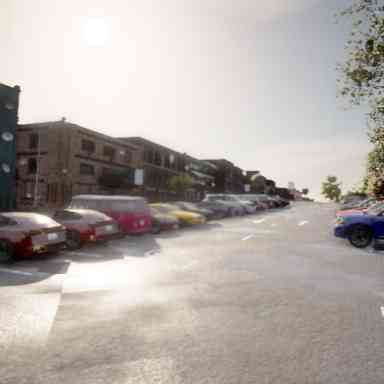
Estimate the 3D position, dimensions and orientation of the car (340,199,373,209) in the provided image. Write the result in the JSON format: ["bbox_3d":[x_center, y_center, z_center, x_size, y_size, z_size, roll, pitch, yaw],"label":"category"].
[{"bbox_3d":[28.229,2.035,57.214,5.008,1.535,2.097,1,-1,24],"label":"car"}]

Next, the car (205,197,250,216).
[{"bbox_3d":[2.622,1.517,31.854,4.892,1.521,2.231,1,0,24],"label":"car"}]

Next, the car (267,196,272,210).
[{"bbox_3d":[7.175,1.613,42.106,4.892,1.521,2.231,1,0,24],"label":"car"}]

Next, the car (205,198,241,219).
[{"bbox_3d":[1.464,1.524,29.307,4.792,1.488,2.163,1,0,24],"label":"car"}]

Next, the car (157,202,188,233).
[{"bbox_3d":[-3.034,1.454,19.038,4.792,1.488,2.163,1,0,24],"label":"car"}]

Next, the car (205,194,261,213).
[{"bbox_3d":[3.796,1.289,34.407,5.566,2.045,2.435,1,0,24],"label":"car"}]

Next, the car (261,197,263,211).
[{"bbox_3d":[4.899,1.564,36.982,5.008,1.535,2.097,1,0,24],"label":"car"}]

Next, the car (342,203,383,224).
[{"bbox_3d":[14.668,1.719,26.674,4.792,1.488,2.163,1,0,24],"label":"car"}]

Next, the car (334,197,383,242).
[{"bbox_3d":[10.098,1.360,16.518,5.566,2.045,2.435,1,0,24],"label":"car"}]

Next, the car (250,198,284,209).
[{"bbox_3d":[11.747,1.717,52.345,4.892,1.521,2.231,1,0,24],"label":"car"}]

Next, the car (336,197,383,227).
[{"bbox_3d":[13.490,1.416,24.154,5.566,2.045,2.435,1,0,24],"label":"car"}]

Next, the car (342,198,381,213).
[{"bbox_3d":[22.535,1.733,44.510,4.553,1.767,2.185,1,0,24],"label":"car"}]

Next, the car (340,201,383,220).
[{"bbox_3d":[16.898,1.737,31.778,5.008,1.535,2.097,1,0,24],"label":"car"}]

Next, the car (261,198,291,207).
[{"bbox_3d":[15.161,1.824,60.025,4.892,1.521,2.231,1,0,24],"label":"car"}]

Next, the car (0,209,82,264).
[{"bbox_3d":[-6.501,1.409,11.376,4.792,1.488,2.163,1,0,24],"label":"car"}]

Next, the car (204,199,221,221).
[{"bbox_3d":[-0.790,1.455,24.173,5.008,1.535,2.097,1,0,24],"label":"car"}]

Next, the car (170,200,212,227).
[{"bbox_3d":[-1.753,1.439,21.537,5.366,1.575,1.946,1,0,24],"label":"car"}]

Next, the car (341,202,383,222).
[{"bbox_3d":[15.745,1.742,29.242,4.792,1.488,2.163,1,0,24],"label":"car"}]

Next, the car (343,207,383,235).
[{"bbox_3d":[11.298,1.669,19.165,4.674,1.452,2.002,1,0,24],"label":"car"}]

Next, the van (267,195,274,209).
[{"bbox_3d":[8.217,1.409,44.713,4.442,1.987,1.878,1,0,24],"label":"van"}]

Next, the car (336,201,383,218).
[{"bbox_3d":[17.865,1.755,34.397,5.366,1.575,1.946,1,0,24],"label":"car"}]

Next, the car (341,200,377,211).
[{"bbox_3d":[24.830,1.960,49.582,4.674,1.452,2.002,1,0,24],"label":"car"}]

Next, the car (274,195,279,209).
[{"bbox_3d":[9.433,1.534,47.240,4.553,1.767,2.185,1,0,24],"label":"car"}]

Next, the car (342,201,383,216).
[{"bbox_3d":[19.163,1.824,36.868,4.674,1.452,2.002,1,0,24],"label":"car"}]

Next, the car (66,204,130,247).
[{"bbox_3d":[-5.363,1.424,13.938,4.792,1.488,2.163,1,0,24],"label":"car"}]

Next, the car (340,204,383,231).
[{"bbox_3d":[12.376,1.648,21.597,5.008,1.535,2.097,1,0,24],"label":"car"}]

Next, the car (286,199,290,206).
[{"bbox_3d":[14.055,1.533,57.455,5.566,2.045,2.435,1,0,24],"label":"car"}]

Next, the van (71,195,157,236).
[{"bbox_3d":[-4.302,1.182,16.535,4.442,1.987,1.878,1,0,24],"label":"van"}]

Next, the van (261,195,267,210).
[{"bbox_3d":[6.152,1.364,39.496,4.442,1.987,1.878,1,0,24],"label":"van"}]

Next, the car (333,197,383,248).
[{"bbox_3d":[9.018,1.346,14.085,5.566,2.045,2.435,1,0,24],"label":"car"}]

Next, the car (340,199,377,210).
[{"bbox_3d":[25.969,1.954,52.125,5.008,1.535,2.097,1,-1,24],"label":"car"}]

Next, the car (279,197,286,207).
[{"bbox_3d":[10.629,1.437,49.775,5.566,2.045,2.435,1,0,24],"label":"car"}]

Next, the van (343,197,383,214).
[{"bbox_3d":[21.540,1.607,41.911,4.442,1.987,1.878,1,0,24],"label":"van"}]
